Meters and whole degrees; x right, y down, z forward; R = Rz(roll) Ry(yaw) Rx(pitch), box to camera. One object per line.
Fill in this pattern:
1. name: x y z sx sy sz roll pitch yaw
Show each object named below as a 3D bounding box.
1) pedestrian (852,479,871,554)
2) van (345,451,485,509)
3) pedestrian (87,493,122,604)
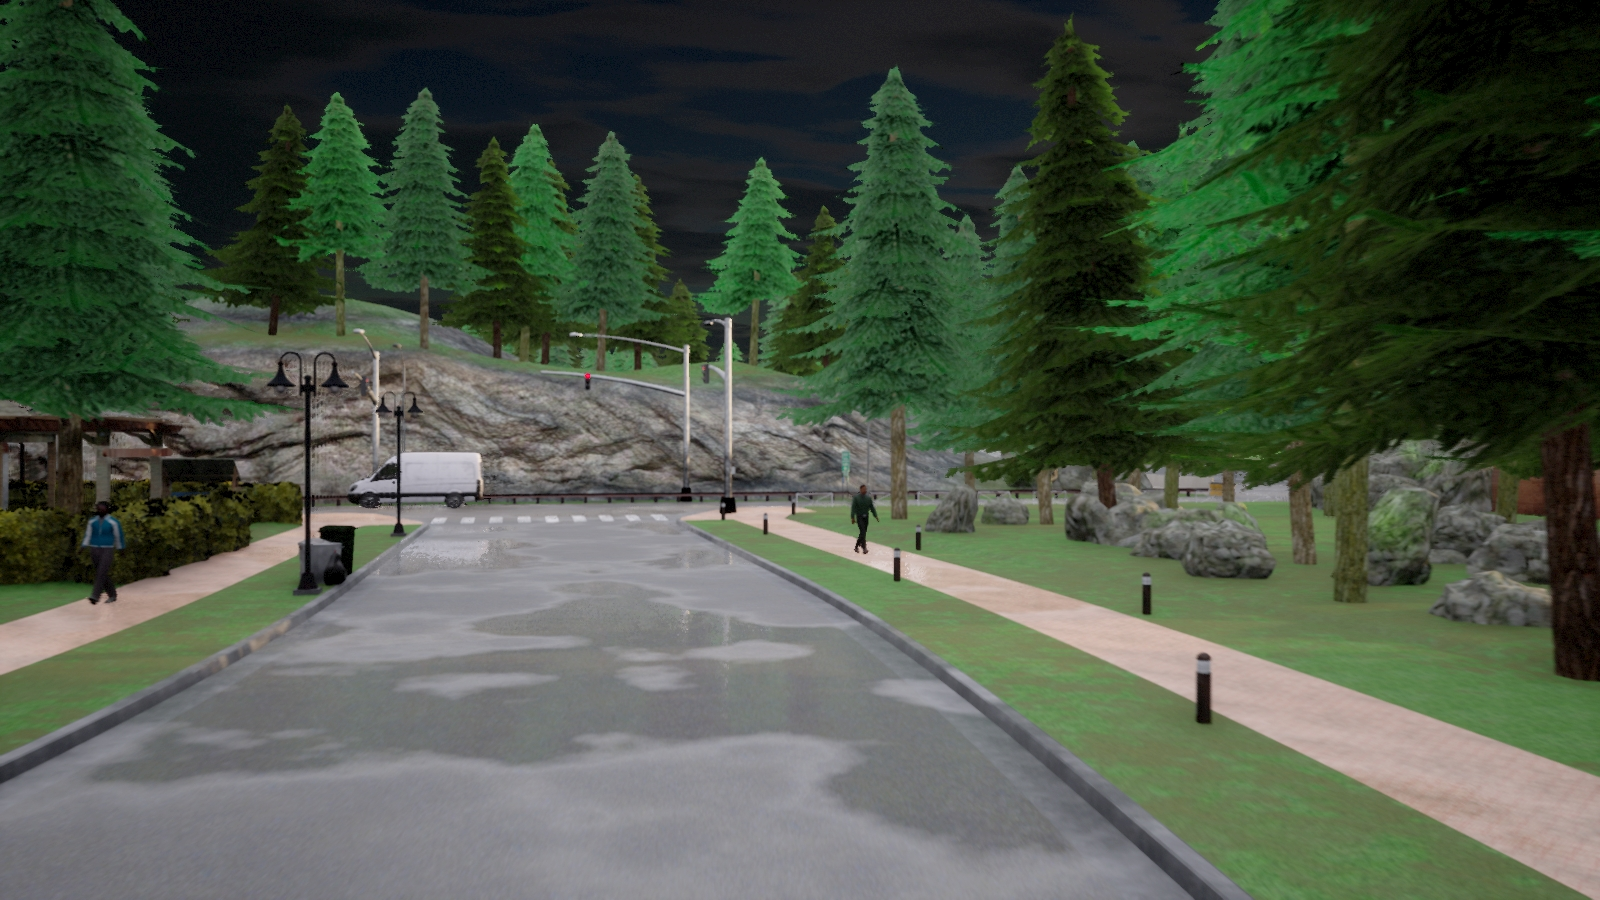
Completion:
1. pedestrian: 1.556 1.668 28.830 0.375 1.860 0.375 0 0 -19
2. van: -17.624 1.352 52.555 5.915 2.561 1.988 0 0 -13
3. pedestrian: -11.812 1.666 19.412 0.375 1.860 0.375 0 0 -6
